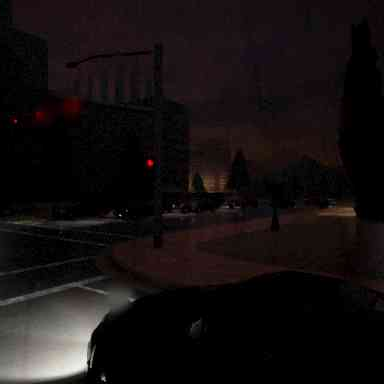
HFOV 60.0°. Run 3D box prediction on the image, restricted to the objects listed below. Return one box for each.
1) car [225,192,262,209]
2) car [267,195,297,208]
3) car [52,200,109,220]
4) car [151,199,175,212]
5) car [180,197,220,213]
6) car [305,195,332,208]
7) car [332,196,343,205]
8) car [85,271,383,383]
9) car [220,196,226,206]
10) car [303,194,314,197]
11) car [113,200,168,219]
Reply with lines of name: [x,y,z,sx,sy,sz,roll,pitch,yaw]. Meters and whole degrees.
car: [7.016,1.221,45.069,2.150,2.045,5.566,0,0,36]
car: [12.893,1.547,46.883,2.033,1.411,5.357,0,0,36]
car: [-9.403,1.478,28.435,1.882,1.535,5.008,0,0,36]
car: [-3.884,1.505,36.023,1.837,1.490,4.892,0,0,36]
car: [0.717,1.352,36.409,2.097,1.767,4.553,0,0,36]
car: [18.610,1.564,48.816,1.994,1.385,4.181,0,0,37]
car: [24.487,1.492,56.901,2.128,1.511,4.902,0,0,36]
car: [0.837,1.564,3.403,4.181,1.385,1.994,0,0,35]
car: [1.854,1.547,43.926,2.033,1.411,5.357,0,0,36]
car: [21.366,1.505,58.559,1.837,1.490,4.892,0,0,36]
car: [-4.600,1.601,29.079,1.895,1.301,4.718,0,0,36]
